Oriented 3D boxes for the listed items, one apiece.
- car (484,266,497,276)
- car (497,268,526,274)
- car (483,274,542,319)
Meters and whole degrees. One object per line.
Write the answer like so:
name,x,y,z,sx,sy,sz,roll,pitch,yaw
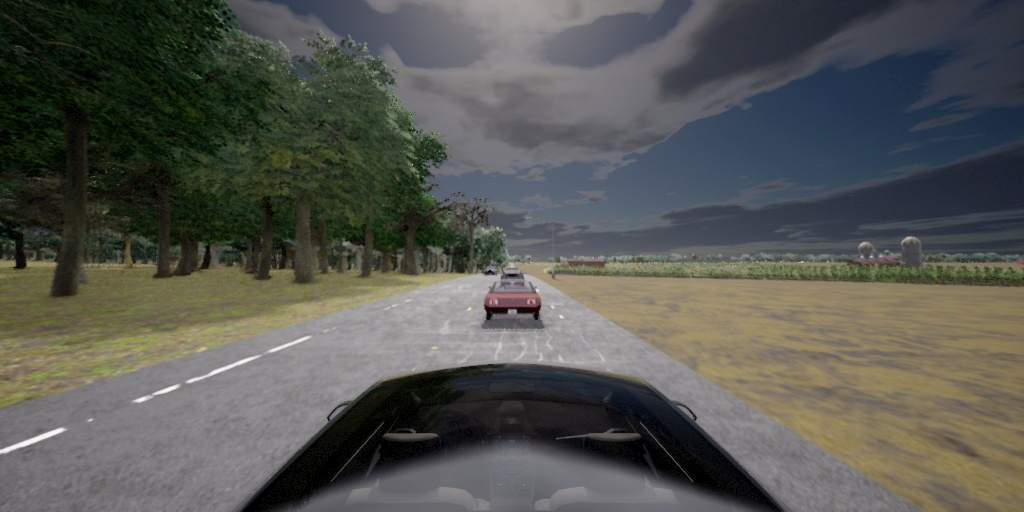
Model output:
car,-3.556,2.448,60.654,2.097,1.767,4.553,0,-2,1
car,0.038,1.717,29.270,1.837,1.490,4.892,0,-1,0
car,0.036,1.525,13.620,1.895,1.301,4.718,0,-1,0
